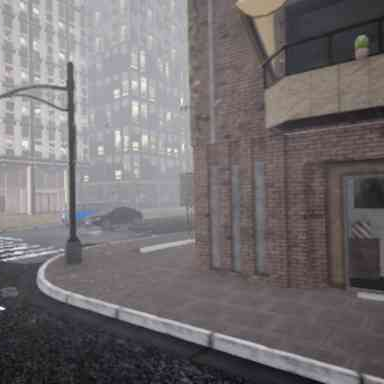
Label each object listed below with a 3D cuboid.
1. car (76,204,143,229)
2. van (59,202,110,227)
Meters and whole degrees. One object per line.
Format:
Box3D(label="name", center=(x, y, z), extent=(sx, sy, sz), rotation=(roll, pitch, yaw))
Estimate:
Box3D(label="car", center=(-5.497, 1.755, 23.631), extent=(1.812, 1.442, 4.674), rotation=(-2, -1, 36))
Box3D(label="van", center=(-7.851, 1.643, 24.801), extent=(1.690, 1.788, 3.998), rotation=(-2, -1, 36))
